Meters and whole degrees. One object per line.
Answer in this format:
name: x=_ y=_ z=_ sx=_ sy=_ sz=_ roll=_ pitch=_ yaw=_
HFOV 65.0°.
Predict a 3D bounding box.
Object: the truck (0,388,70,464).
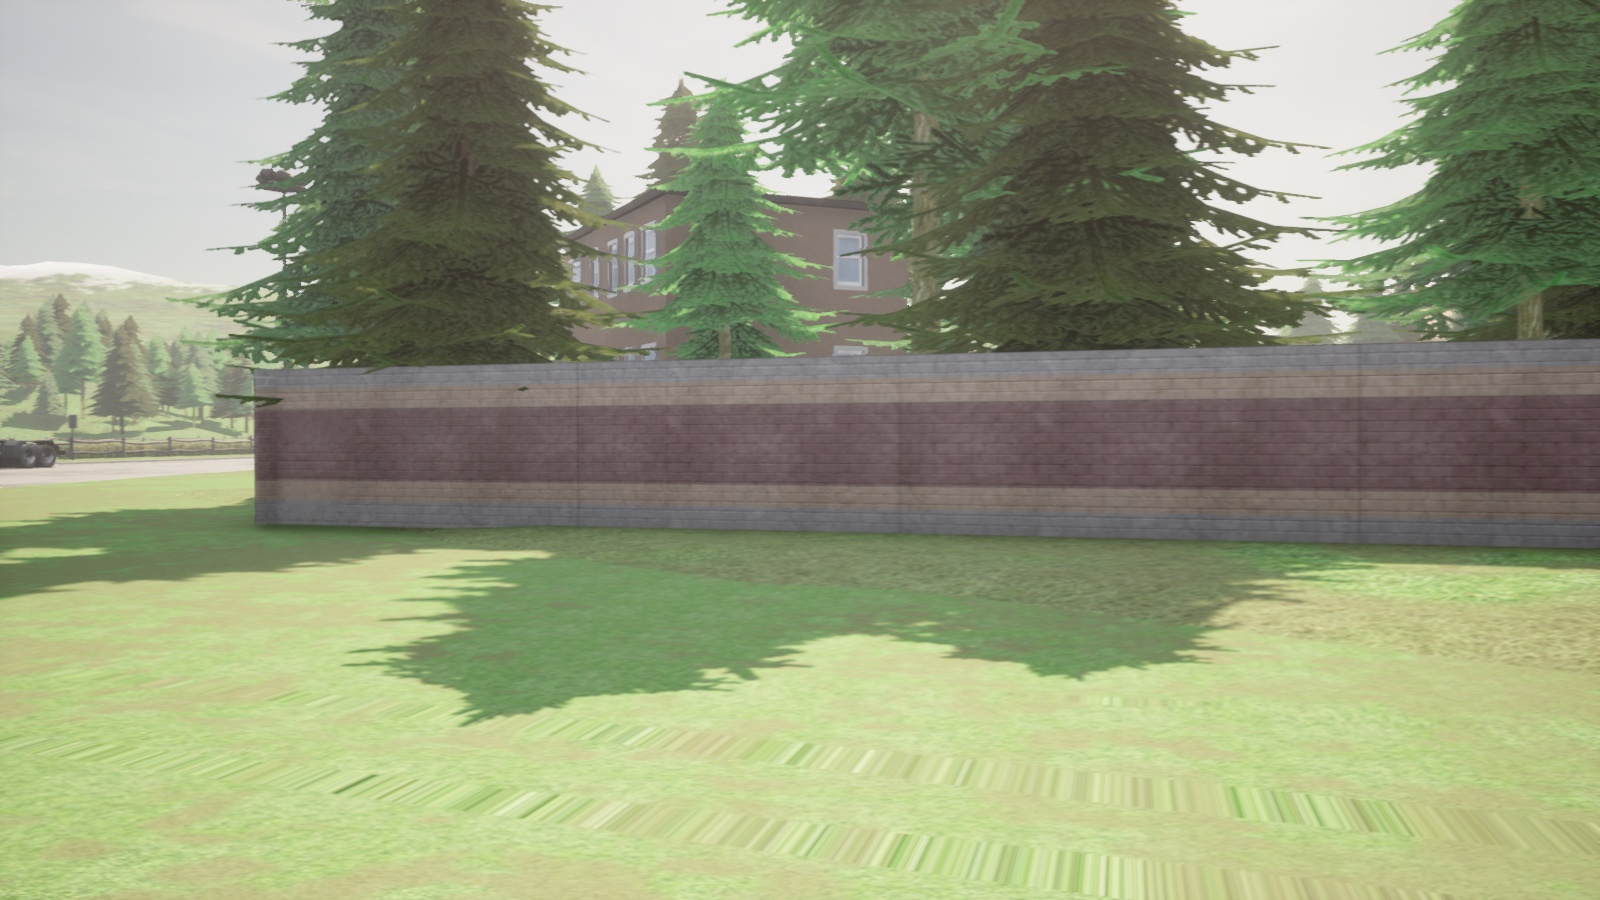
truck: x=-37.770 y=-1.105 z=57.693 sx=2.891 sy=3.462 sz=7.936 roll=0 pitch=1 yaw=9
